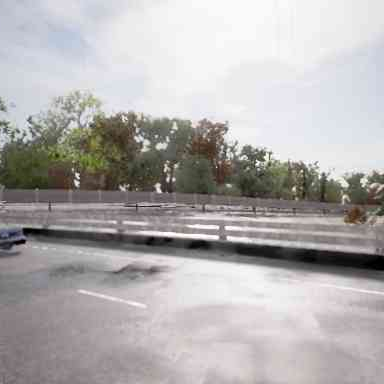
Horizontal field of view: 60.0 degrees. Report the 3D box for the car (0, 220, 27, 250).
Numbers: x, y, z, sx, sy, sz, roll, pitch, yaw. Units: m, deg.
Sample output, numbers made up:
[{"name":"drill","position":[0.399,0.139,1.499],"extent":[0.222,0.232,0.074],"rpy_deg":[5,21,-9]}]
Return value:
[{"name":"car","position":[-9.150,1.685,13.589],"extent":[5.357,1.411,2.033],"rpy_deg":[-1,0,28]}]
